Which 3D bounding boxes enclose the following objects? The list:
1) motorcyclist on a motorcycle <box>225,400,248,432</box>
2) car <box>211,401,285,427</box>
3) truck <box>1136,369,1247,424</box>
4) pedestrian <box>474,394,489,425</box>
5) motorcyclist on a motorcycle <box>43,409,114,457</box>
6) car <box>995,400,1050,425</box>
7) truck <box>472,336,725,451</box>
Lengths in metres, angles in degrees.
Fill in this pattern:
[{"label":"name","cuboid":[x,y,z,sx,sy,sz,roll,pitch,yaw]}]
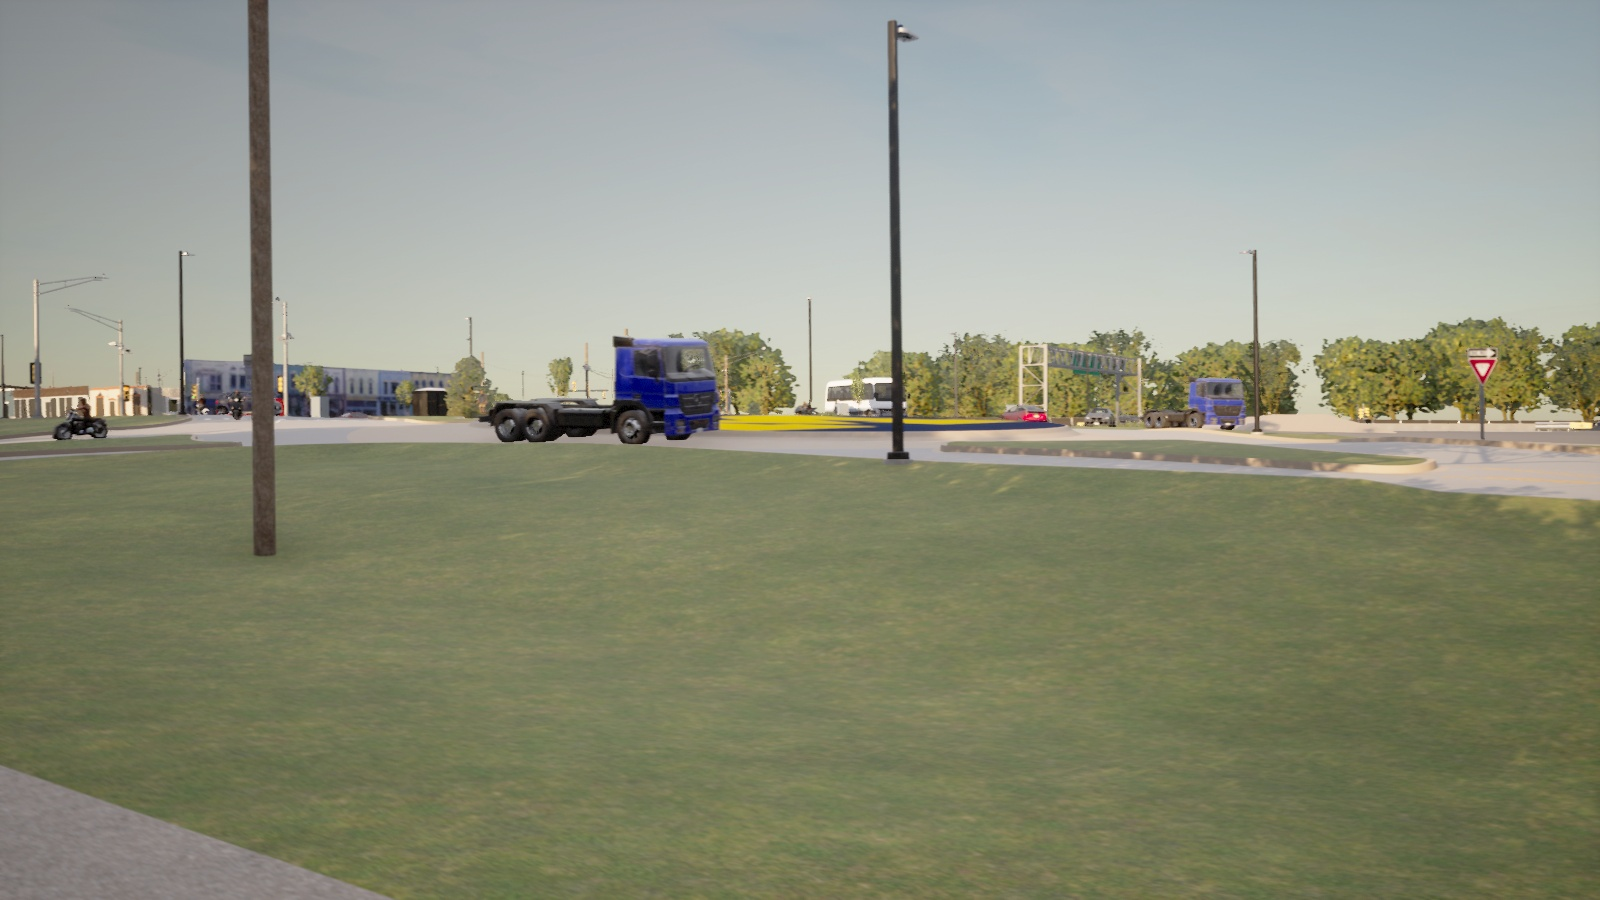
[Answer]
[{"label":"motorcyclist on a motorcycle","cuboid":[-29.001,-1.783,64.612,0.866,1.590,1.817,-2,3,-18]},{"label":"car","cuboid":[-33.407,-2.166,76.102,3.705,1.549,1.789,0,0,8]},{"label":"truck","cuboid":[25.688,-3.506,82.876,2.891,3.462,7.936,-1,2,-18]},{"label":"pedestrian","cuboid":[-19.480,-2.494,76.860,0.540,1.848,0.694,-2,0,19]},{"label":"motorcyclist on a motorcycle","cuboid":[-27.062,-0.652,47.157,0.766,1.649,2.350,-2,3,16]},{"label":"car","cuboid":[14.634,-2.498,82.749,2.007,1.525,4.514,1,3,-12]},{"label":"truck","cuboid":[-6.658,-1.893,41.315,7.936,3.462,2.891,1,6,28]}]
